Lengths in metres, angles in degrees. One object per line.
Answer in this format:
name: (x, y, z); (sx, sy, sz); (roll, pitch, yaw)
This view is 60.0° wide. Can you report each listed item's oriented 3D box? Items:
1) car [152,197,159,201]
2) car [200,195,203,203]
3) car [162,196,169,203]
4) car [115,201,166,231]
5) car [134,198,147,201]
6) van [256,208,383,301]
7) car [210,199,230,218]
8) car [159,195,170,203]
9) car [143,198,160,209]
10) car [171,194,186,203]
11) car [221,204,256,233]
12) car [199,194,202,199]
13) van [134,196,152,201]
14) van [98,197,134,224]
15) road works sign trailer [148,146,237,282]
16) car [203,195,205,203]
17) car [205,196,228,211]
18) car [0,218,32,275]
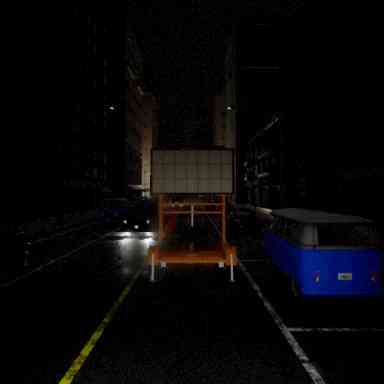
car: (-5.628, 1.566, 41.083); (1.947, 1.339, 4.313); (0, 0, 0)
car: (2.914, 1.556, 57.578); (2.008, 1.369, 4.403); (0, 0, 0)
car: (-5.611, 1.571, 57.587); (1.947, 1.339, 4.313); (0, 0, 0)
car: (-3.078, 1.546, 21.072); (2.033, 1.411, 5.357); (0, 0, 0)
car: (-5.639, 1.550, 30.080); (2.008, 1.369, 4.403); (0, 0, 0)
van: (2.864, 1.340, 8.066); (1.690, 1.788, 3.998); (0, 0, 0)
car: (2.887, 1.581, 30.071); (1.802, 1.307, 4.206); (0, 0, 0)
car: (-5.601, 1.450, 68.590); (1.967, 1.590, 4.097); (0, 0, 0)
car: (-5.622, 1.584, 46.584); (1.802, 1.307, 4.206); (0, 0, 0)
car: (-2.932, 1.233, 66.707); (2.150, 2.045, 5.566); (0, 0, 0)
car: (2.876, 1.581, 19.069); (1.802, 1.307, 4.206); (0, 0, 0)
car: (2.925, 1.576, 68.581); (1.947, 1.339, 4.313); (0, 0, 0)
van: (-5.634, 1.340, 35.581); (1.690, 1.788, 3.998); (0, 0, 0)
van: (-5.645, 1.340, 24.580); (1.690, 1.788, 3.998); (0, 0, 0)
road works sign trailer: (0.010, 0.464, 9.747); (2.380, 3.560, 2.880); (0, 0, 0)
car: (2.903, 1.442, 46.576); (1.967, 1.590, 4.097); (0, 0, 0)
car: (2.892, 1.315, 35.572); (2.192, 1.841, 5.009); (0, 0, 0)
car: (-5.661, 1.439, 8.075); (1.967, 1.590, 4.097); (0, 0, 0)
